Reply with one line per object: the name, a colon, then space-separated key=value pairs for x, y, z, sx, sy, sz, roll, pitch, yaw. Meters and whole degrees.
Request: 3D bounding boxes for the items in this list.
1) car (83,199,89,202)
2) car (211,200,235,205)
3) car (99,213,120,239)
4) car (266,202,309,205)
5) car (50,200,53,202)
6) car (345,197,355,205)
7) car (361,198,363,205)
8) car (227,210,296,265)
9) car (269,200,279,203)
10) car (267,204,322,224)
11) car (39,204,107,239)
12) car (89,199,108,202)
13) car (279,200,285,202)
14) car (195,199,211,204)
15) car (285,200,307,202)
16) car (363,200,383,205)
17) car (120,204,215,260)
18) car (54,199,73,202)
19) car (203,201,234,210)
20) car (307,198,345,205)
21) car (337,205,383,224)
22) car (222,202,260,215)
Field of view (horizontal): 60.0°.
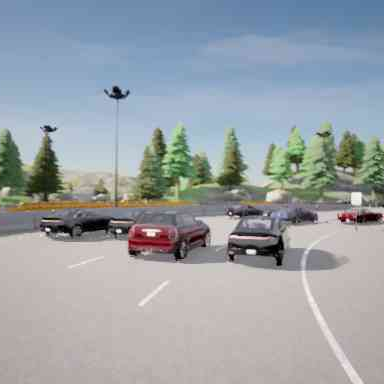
car: x=-24.583 y=2.400 z=80.317 sx=2.033 sy=1.411 sz=5.357 roll=0 pitch=-1 yaw=9
car: x=5.595 y=2.147 z=48.475 sx=4.892 sy=1.490 sz=1.837 roll=1 pitch=-1 yaw=-33
car: x=-2.552 y=1.713 z=18.388 sx=2.128 sy=1.511 sz=4.902 roll=0 pitch=-1 yaw=24
car: x=9.639 y=2.070 z=33.994 sx=4.181 sy=1.385 sz=1.994 roll=0 pitch=0 yaw=-39
car: x=-26.510 y=2.119 z=65.059 sx=1.882 sy=1.535 sz=5.008 roll=0 pitch=-1 yaw=5
car: x=32.567 y=2.010 z=68.639 sx=5.566 sy=2.045 sz=2.150 roll=0 pitch=-1 yaw=-7
car: x=35.002 y=2.279 z=65.332 sx=4.181 sy=1.385 sz=1.994 roll=0 pitch=-1 yaw=-7
car: x=2.643 y=1.685 z=12.675 sx=2.128 sy=1.511 sz=4.902 roll=0 pitch=-1 yaw=19
car: x=16.903 y=2.294 z=65.574 sx=5.008 sy=1.535 sz=1.882 roll=0 pitch=-1 yaw=-17
car: x=8.989 y=2.000 z=29.021 sx=5.357 sy=1.411 sz=2.033 roll=1 pitch=-1 yaw=-43
car: x=-6.208 y=1.687 z=18.752 sx=2.128 sy=1.511 sz=4.902 roll=0 pitch=-1 yaw=23
car: x=-21.436 y=2.381 z=77.986 sx=2.128 sy=1.511 sz=4.902 roll=0 pitch=-1 yaw=9
car: x=19.453 y=2.294 z=62.693 sx=4.674 sy=1.442 sz=1.812 roll=0 pitch=-1 yaw=-16
car: x=3.366 y=2.163 z=51.193 sx=4.892 sy=1.490 sz=1.837 roll=0 pitch=-1 yaw=-33
car: x=19.717 y=2.201 z=59.019 sx=5.008 sy=1.535 sz=1.882 roll=0 pitch=-1 yaw=-17
car: x=34.922 y=2.237 z=61.812 sx=4.181 sy=1.385 sz=1.994 roll=0 pitch=-1 yaw=-7
car: x=-0.737 y=1.527 z=13.619 sx=2.097 sy=1.767 sz=4.553 roll=0 pitch=-1 yaw=19
car: x=-23.241 y=2.174 z=62.119 sx=2.033 sy=1.411 sz=5.357 roll=0 pitch=-1 yaw=5
car: x=4.516 y=2.223 z=56.224 sx=4.892 sy=1.490 sz=1.837 roll=1 pitch=-1 yaw=-30
car: x=22.619 y=2.155 z=56.217 sx=5.008 sy=1.535 sz=1.882 roll=0 pitch=-1 yaw=-15
car: x=14.878 y=2.087 z=29.369 sx=4.718 sy=1.301 sz=1.895 roll=0 pitch=0 yaw=-38
car: x=5.604 y=2.028 z=35.174 sx=4.674 sy=1.442 sz=1.812 roll=1 pitch=-1 yaw=-42
